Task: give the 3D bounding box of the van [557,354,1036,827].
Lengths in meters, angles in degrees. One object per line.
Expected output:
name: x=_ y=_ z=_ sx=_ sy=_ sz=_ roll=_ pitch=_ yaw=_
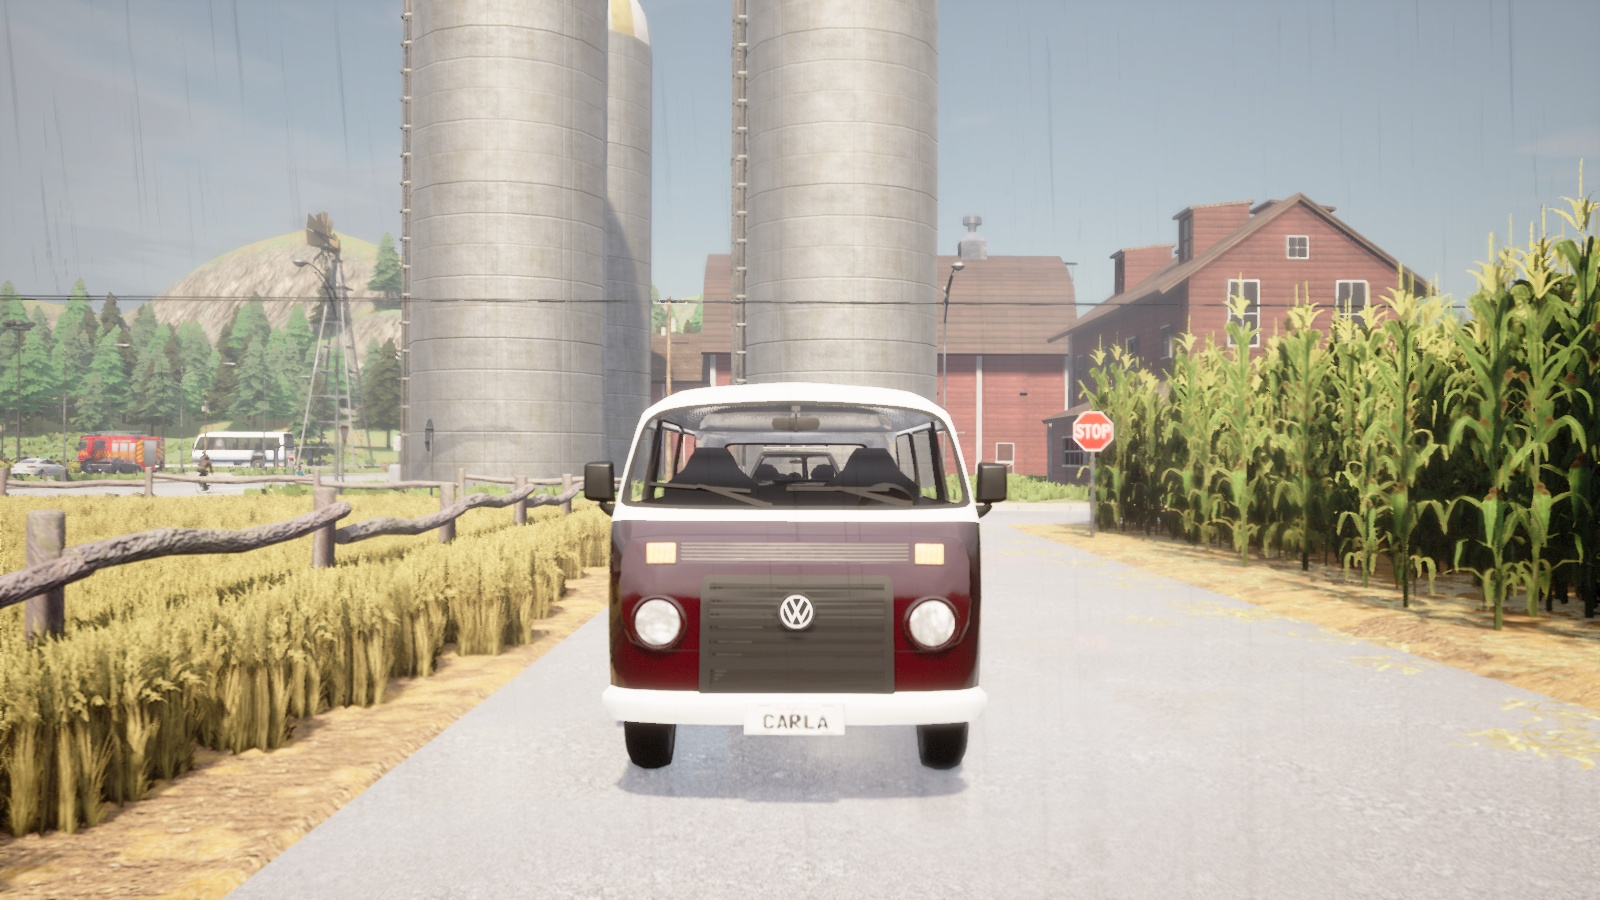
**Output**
van: x=-0.023 y=0.632 z=7.686 sx=2.069 sy=2.038 sz=4.480 roll=0 pitch=-1 yaw=0
